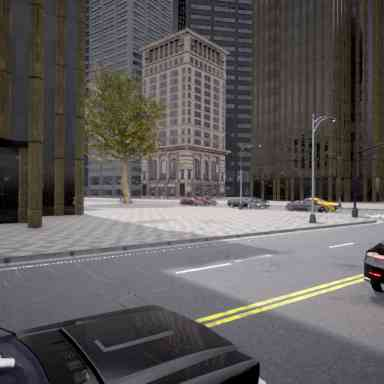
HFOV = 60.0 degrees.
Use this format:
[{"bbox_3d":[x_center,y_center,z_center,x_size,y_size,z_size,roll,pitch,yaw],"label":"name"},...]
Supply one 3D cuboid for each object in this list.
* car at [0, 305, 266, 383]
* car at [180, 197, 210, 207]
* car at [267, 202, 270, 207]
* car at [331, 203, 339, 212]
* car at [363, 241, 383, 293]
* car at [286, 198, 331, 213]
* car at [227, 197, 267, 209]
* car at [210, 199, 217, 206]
[{"bbox_3d":[-1.673,1.601,2.248,4.718,1.301,1.895,0,0,-36],"label":"car"},{"bbox_3d":[0.033,1.476,50.861,1.812,1.442,4.674,1,0,-41],"label":"car"},{"bbox_3d":[8.471,1.477,45.963,2.128,1.511,4.902,1,0,-40],"label":"car"},{"bbox_3d":[14.448,1.463,38.588,1.882,1.535,5.008,1,0,-38],"label":"car"},{"bbox_3d":[5.852,1.492,7.604,4.902,1.511,2.128,0,0,-35],"label":"car"},{"bbox_3d":[12.296,1.517,36.054,1.994,1.385,4.181,1,0,-39],"label":"car"},{"bbox_3d":[6.711,1.444,43.004,2.128,1.511,4.902,1,0,-40],"label":"car"},{"bbox_3d":[1.975,1.508,53.562,1.812,1.442,4.674,1,0,-41],"label":"car"}]
